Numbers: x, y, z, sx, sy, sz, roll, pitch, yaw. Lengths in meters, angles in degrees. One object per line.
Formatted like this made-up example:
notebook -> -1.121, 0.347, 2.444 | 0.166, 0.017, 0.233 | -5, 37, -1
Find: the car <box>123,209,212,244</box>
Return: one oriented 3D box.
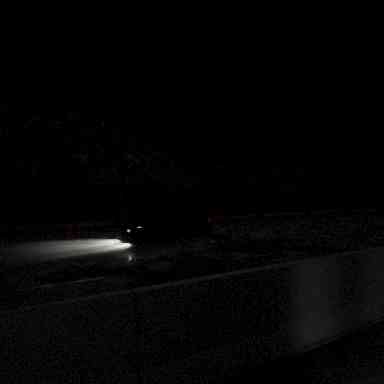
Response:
car -> -1.117, 1.527, 15.767 | 4.181, 1.385, 1.994 | 0, 0, -33
